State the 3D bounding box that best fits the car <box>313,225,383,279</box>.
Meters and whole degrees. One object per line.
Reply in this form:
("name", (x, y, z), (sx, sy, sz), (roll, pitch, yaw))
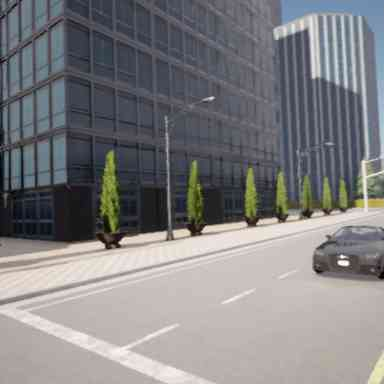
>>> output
("car", (5.472, 1.802, 10.830), (1.994, 1.385, 4.181), (-4, -3, 39))
